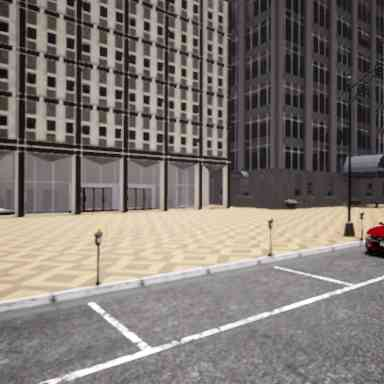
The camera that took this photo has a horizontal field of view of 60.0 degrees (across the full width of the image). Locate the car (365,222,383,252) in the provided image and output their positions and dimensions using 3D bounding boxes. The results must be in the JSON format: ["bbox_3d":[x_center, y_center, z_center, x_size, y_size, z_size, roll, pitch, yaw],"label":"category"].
[{"bbox_3d":[8.211,1.504,12.400,4.507,1.381,1.887,0,1,-35],"label":"car"}]
